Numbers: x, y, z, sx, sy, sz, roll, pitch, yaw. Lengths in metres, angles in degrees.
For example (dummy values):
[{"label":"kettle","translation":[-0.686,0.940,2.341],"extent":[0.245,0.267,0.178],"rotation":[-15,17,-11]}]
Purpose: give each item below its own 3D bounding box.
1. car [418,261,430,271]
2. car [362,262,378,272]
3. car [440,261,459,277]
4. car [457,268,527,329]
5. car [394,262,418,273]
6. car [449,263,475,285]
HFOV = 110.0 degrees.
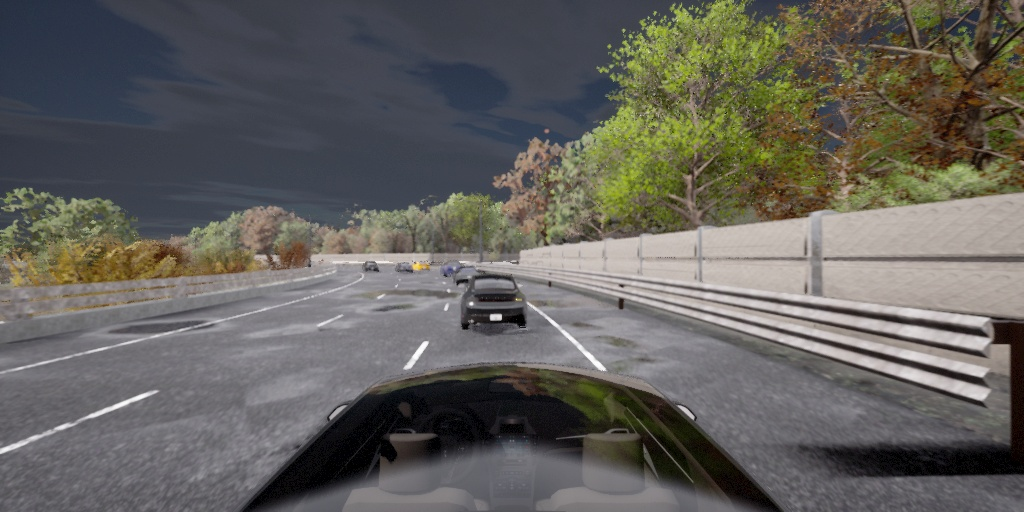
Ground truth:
[{"label":"car","translation":[-14.099,1.561,55.009],"extent":[1.882,1.535,5.008],"rotation":[0,0,-28]},{"label":"car","translation":[-20.974,1.604,53.011],"extent":[1.812,1.442,4.674],"rotation":[0,0,-29]},{"label":"car","translation":[-6.578,1.330,38.975],"extent":[2.097,1.767,4.553],"rotation":[0,-1,-16]},{"label":"car","translation":[-0.671,1.316,11.586],"extent":[1.837,1.490,4.892],"rotation":[0,0,-6]},{"label":"car","translation":[-14.689,1.593,48.609],"extent":[2.033,1.411,5.357],"rotation":[0,0,-26]},{"label":"car","translation":[-3.530,1.475,27.868],"extent":[1.994,1.385,4.181],"rotation":[0,0,-13]}]
